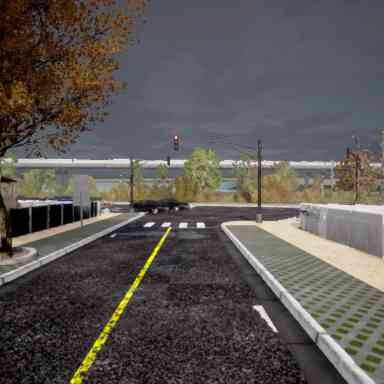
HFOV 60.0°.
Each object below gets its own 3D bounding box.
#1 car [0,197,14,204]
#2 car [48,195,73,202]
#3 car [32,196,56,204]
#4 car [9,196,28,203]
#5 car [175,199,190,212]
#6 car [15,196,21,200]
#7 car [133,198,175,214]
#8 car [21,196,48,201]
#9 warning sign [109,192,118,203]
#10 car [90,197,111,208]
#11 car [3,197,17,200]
[{"bbox_3d":[-40.871,1.734,72.047,5.357,1.411,2.033,-1,2,36],"label":"car"},{"bbox_3d":[-17.380,1.490,46.808,5.566,2.045,2.150,0,2,36],"label":"car"},{"bbox_3d":[-30.525,1.625,68.548,4.902,1.511,2.128,-1,2,36],"label":"car"},{"bbox_3d":[-38.963,1.585,74.674,4.892,1.490,1.837,-1,2,36],"label":"car"},{"bbox_3d":[-2.589,1.526,40.096,5.008,1.535,1.882,-1,2,36],"label":"car"},{"bbox_3d":[-32.437,1.740,65.925,4.902,1.511,2.128,-1,2,36],"label":"car"},{"bbox_3d":[-4.729,1.637,37.634,5.008,1.535,1.882,-1,2,36],"label":"car"},{"bbox_3d":[-27.223,1.741,58.046,5.008,1.535,1.882,-1,2,37],"label":"car"},{"bbox_3d":[-14.246,0.995,60.260,1.060,1.860,1.300,2,1,36],"label":"warning sign"},{"bbox_3d":[-13.785,1.498,48.228,4.553,1.767,2.097,-1,2,36],"label":"car"},{"bbox_3d":[-33.427,1.938,58.592,4.674,1.442,1.812,-1,1,36],"label":"car"}]
